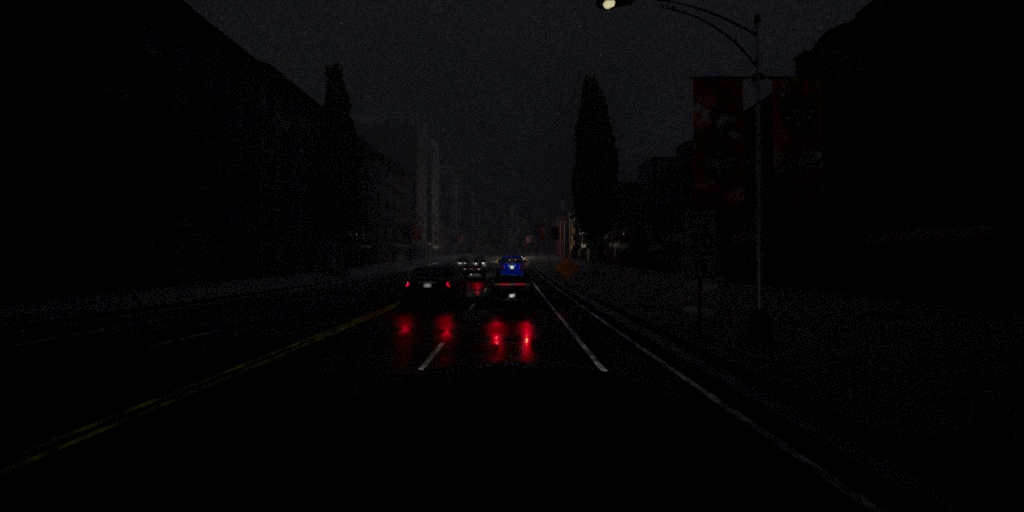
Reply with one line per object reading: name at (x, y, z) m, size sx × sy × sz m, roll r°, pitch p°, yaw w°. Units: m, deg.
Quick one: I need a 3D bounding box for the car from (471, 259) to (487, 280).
car at (-3.254, 1.254, 31.125) m, size 2.128 × 1.511 × 4.902 m, roll 0°, pitch 1°, yaw 0°

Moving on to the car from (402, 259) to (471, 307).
car at (-3.252, 1.168, 15.923) m, size 2.097 × 1.767 × 4.553 m, roll 0°, pitch 0°, yaw 0°

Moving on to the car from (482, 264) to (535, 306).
car at (0.000, 1.310, 16.140) m, size 2.128 × 1.511 × 4.902 m, roll 0°, pitch 0°, yaw 0°

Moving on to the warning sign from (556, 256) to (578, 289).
warning sign at (3.220, 0.934, 20.896) m, size 1.300 × 1.860 × 1.060 m, roll 0°, pitch 0°, yaw 0°

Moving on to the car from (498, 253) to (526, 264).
car at (-0.007, 0.980, 30.834) m, size 2.150 × 2.045 × 5.566 m, roll 0°, pitch 1°, yaw 0°
